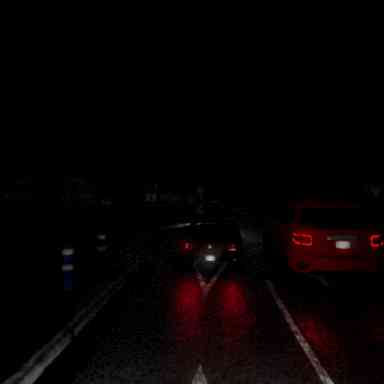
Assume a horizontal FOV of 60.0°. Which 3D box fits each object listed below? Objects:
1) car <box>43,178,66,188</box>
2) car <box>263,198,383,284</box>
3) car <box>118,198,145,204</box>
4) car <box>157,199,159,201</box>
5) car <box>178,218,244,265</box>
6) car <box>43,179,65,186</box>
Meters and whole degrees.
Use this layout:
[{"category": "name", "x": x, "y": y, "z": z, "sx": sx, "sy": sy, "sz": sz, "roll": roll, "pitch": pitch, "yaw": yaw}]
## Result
[{"category": "car", "x": -32.879, "y": -1.879, "z": 78.117, "sx": 4.792, "sy": 1.488, "sz": 2.163, "roll": -3, "pitch": 7, "yaw": -37}, {"category": "car", "x": 3.444, "y": 1.192, "z": 9.743, "sx": 2.150, "sy": 2.045, "sz": 5.566, "roll": 0, "pitch": 0, "yaw": 5}, {"category": "car", "x": -8.865, "y": 0.959, "z": 46.545, "sx": 1.994, "sy": 1.385, "sz": 4.181, "roll": -1, "pitch": 2, "yaw": -40}, {"category": "car", "x": -7.032, "y": 0.556, "z": 49.163, "sx": 2.150, "sy": 2.045, "sz": 5.566, "roll": -2, "pitch": 4, "yaw": -36}, {"category": "car", "x": 0.763, "y": 1.560, "z": 11.525, "sx": 1.895, "sy": 1.301, "sz": 4.718, "roll": 0, "pitch": 0, "yaw": 6}, {"category": "car", "x": -34.688, "y": -2.374, "z": 83.737, "sx": 4.674, "sy": 1.452, "sz": 2.002, "roll": -3, "pitch": 6, "yaw": -38}]
